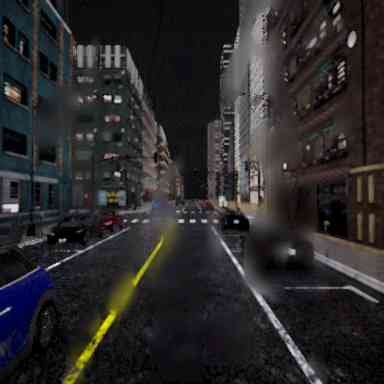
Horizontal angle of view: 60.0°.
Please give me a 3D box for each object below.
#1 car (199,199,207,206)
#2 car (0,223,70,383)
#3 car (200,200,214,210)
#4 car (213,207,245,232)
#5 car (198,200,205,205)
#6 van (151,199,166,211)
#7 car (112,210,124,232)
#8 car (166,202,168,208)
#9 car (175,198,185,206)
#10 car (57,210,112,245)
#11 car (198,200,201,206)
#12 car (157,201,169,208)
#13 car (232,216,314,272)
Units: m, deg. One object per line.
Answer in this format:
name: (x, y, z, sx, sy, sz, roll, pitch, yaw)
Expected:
car: (2.688, 2.604, 82.353, 1.967, 1.590, 4.097, 0, -1, 0)
car: (-3.100, 1.397, 3.193, 2.097, 1.767, 4.553, 0, -1, 0)
car: (2.691, 2.347, 54.715, 1.802, 1.307, 4.206, 0, -1, 0)
car: (2.695, 1.874, 22.313, 1.947, 1.339, 4.313, 0, -1, 0)
car: (2.686, 2.879, 93.405, 2.008, 1.369, 4.403, 0, -1, 0)
van: (-5.688, 2.106, 54.719, 1.690, 1.788, 3.998, 0, -1, 0)
car: (-5.686, 1.890, 22.324, 1.802, 1.307, 4.206, 0, -1, 0)
car: (-5.689, 2.160, 60.246, 2.192, 1.841, 5.009, 0, -1, 0)
car: (-3.009, 2.407, 83.943, 2.150, 2.045, 5.566, 0, -1, 0)
car: (-5.685, 1.798, 16.801, 1.947, 1.339, 4.313, 0, -1, 0)
car: (2.690, 2.363, 65.772, 1.967, 1.590, 4.097, 0, -1, 0)
car: (-5.691, 2.468, 65.770, 1.887, 1.381, 4.507, 0, -1, 0)
car: (2.697, 1.721, 11.267, 1.947, 1.339, 4.313, 0, -1, 0)
